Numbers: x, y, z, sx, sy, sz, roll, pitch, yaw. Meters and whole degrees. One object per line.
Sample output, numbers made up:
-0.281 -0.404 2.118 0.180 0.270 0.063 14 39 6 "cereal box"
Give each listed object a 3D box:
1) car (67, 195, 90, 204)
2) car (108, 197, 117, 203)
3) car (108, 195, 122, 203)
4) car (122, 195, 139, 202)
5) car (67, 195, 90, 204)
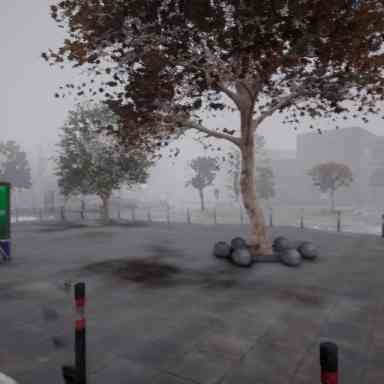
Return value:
-29.633 1.928 86.871 5.566 2.045 2.435 -1 -1 -18 "car"
-20.217 1.977 84.842 1.812 1.442 4.674 -1 -1 -18 "car"
-18.049 1.860 74.380 2.033 1.411 5.357 -1 -1 3 "car"
-17.508 1.772 89.079 5.566 2.045 2.435 -1 -1 -18 "car"
-27.934 1.795 81.681 5.566 2.045 2.435 -1 -1 -18 "car"
